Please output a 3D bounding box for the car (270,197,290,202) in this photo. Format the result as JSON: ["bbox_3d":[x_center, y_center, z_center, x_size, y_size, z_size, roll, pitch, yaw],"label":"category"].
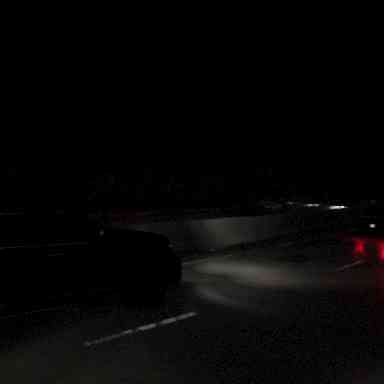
[{"bbox_3d":[10.310,1.417,41.521,2.097,1.767,4.553,0,0,31],"label":"car"}]

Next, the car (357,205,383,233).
[{"bbox_3d":[10.751,1.479,18.560,2.128,1.511,4.902,0,0,43],"label":"car"}]

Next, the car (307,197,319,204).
[{"bbox_3d":[24.223,1.749,66.556,1.994,1.385,4.181,0,0,14],"label":"car"}]

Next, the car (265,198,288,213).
[{"bbox_3d":[6.736,1.549,30.248,1.812,1.442,4.674,0,0,38],"label":"car"}]

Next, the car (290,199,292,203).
[{"bbox_3d":[22.578,1.863,79.924,1.994,1.385,4.181,0,0,6],"label":"car"}]

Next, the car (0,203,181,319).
[{"bbox_3d":[-2.874,1.226,6.150,5.566,2.045,2.150,0,0,-37],"label":"car"}]

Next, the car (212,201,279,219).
[{"bbox_3d":[3.256,1.511,21.080,1.837,1.490,4.892,0,0,44],"label":"car"}]

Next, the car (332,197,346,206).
[{"bbox_3d":[24.927,1.612,56.389,2.128,1.511,4.902,0,0,19],"label":"car"}]
